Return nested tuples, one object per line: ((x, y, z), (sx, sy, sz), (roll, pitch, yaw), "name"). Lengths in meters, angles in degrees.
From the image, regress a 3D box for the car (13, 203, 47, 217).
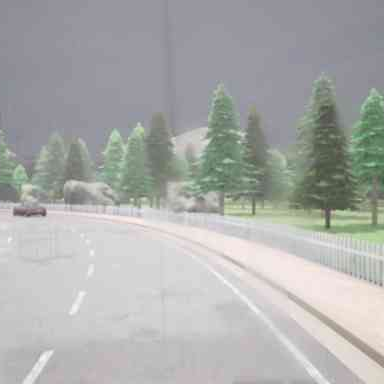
((-16.808, 1.838, 34.403), (4.181, 1.385, 1.994), (0, -1, 39), "car")

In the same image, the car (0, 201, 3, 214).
((-25.180, 1.800, 39.916), (5.008, 1.535, 1.882), (0, 0, 28), "car")
